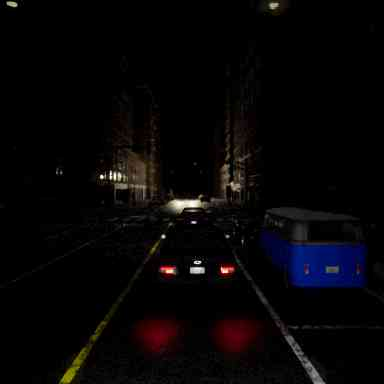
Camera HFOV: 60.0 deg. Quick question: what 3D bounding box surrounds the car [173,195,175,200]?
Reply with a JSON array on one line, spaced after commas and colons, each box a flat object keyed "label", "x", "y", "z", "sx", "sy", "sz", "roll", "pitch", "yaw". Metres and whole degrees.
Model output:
[{"label": "car", "x": -5.715, "y": 1.516, "z": 79.510, "sx": 2.008, "sy": 1.369, "sz": 4.403, "roll": 0, "pitch": 0, "yaw": 0}]

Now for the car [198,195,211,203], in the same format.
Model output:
[{"label": "car", "x": 2.816, "y": 1.404, "z": 68.649, "sx": 1.967, "sy": 1.590, "sz": 4.097, "roll": 0, "pitch": 0, "yaw": 0}]

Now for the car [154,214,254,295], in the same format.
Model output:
[{"label": "car", "x": 0.096, "y": 1.546, "z": 8.881, "sx": 2.033, "sy": 1.411, "sz": 5.357, "roll": 0, "pitch": 0, "yaw": 0}]

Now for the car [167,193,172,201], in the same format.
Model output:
[{"label": "car", "x": -5.709, "y": 1.509, "z": 68.608, "sx": 1.887, "sy": 1.381, "sz": 4.507, "roll": 0, "pitch": 0, "yaw": 0}]

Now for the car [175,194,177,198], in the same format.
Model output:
[{"label": "car", "x": -5.719, "y": 1.282, "z": 84.961, "sx": 2.192, "sy": 1.841, "sz": 5.009, "roll": 0, "pitch": 0, "yaw": 0}]

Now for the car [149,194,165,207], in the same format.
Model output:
[{"label": "car", "x": -5.699, "y": 1.493, "z": 52.086, "sx": 1.752, "sy": 1.417, "sz": 4.829, "roll": 0, "pitch": 0, "yaw": 0}]

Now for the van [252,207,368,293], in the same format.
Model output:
[{"label": "van", "x": 2.850, "y": 1.339, "z": 8.612, "sx": 1.690, "sy": 1.788, "sz": 3.998, "roll": 0, "pitch": 0, "yaw": 0}]

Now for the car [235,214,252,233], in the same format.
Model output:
[{"label": "car", "x": 2.848, "y": 1.562, "z": 14.272, "sx": 1.947, "sy": 1.339, "sz": 4.313, "roll": 0, "pitch": 0, "yaw": 0}]

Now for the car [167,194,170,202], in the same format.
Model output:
[{"label": "car", "x": -5.706, "y": 1.509, "z": 63.157, "sx": 1.887, "sy": 1.381, "sz": 4.507, "roll": 0, "pitch": 0, "yaw": 0}]

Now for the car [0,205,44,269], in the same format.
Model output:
[{"label": "car", "x": -5.674, "y": 1.313, "z": 8.567, "sx": 2.192, "sy": 1.841, "sz": 5.009, "roll": 0, "pitch": 0, "yaw": 0}]

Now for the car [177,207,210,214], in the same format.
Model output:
[{"label": "car", "x": 0.090, "y": 1.557, "z": 19.200, "sx": 1.994, "sy": 1.385, "sz": 4.181, "roll": 0, "pitch": 0, "yaw": 0}]

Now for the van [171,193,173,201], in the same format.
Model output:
[{"label": "van", "x": -5.712, "y": 1.305, "z": 74.059, "sx": 1.690, "sy": 1.788, "sz": 3.998, "roll": 0, "pitch": 0, "yaw": 0}]

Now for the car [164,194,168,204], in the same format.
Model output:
[{"label": "car", "x": -5.702, "y": 1.517, "z": 57.706, "sx": 2.008, "sy": 1.369, "sz": 4.403, "roll": 0, "pitch": 0, "yaw": 0}]
